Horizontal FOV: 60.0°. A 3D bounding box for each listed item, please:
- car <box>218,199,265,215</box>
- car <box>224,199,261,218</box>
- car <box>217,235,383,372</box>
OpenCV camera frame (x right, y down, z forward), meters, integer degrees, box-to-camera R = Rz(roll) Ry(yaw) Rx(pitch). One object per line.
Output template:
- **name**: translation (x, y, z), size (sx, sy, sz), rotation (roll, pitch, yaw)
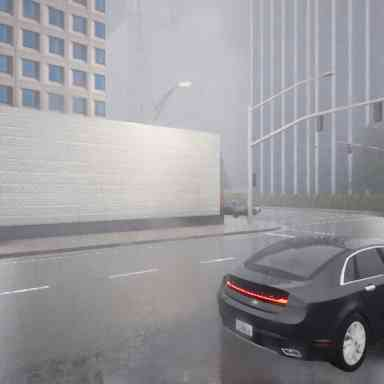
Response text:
- **car**: translation (5.163, 1.547, 35.403), size (2.128, 1.511, 4.902), rotation (0, 0, -36)
- **car**: translation (3.600, 1.603, 31.571), size (2.033, 1.411, 5.357), rotation (0, 0, -36)
- **car**: translation (2.655, 1.505, 5.692), size (4.892, 1.490, 1.837), rotation (0, 0, -35)
